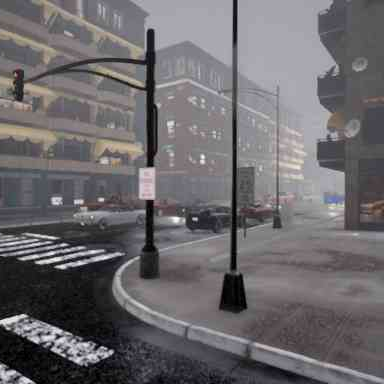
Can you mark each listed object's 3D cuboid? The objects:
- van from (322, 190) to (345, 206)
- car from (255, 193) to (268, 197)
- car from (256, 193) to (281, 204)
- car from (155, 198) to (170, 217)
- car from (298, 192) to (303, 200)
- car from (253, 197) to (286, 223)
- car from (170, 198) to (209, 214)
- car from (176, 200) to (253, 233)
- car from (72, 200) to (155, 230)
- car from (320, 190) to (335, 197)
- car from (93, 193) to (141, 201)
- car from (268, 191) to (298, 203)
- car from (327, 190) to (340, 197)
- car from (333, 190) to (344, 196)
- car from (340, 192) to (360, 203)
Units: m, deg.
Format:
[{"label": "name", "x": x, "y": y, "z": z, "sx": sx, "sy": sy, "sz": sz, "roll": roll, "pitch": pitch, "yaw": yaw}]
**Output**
[{"label": "van", "x": 17.375, "y": 0.719, "z": 40.780, "sx": 1.690, "sy": 1.788, "sz": 3.998, "roll": 2, "pitch": 2, "yaw": 35}, {"label": "car", "x": 5.736, "y": 1.009, "z": 34.309, "sx": 1.837, "sy": 1.490, "sz": 4.892, "roll": 1, "pitch": 1, "yaw": 35}, {"label": "car", "x": 10.541, "y": 0.876, "z": 45.637, "sx": 1.947, "sy": 1.339, "sz": 4.313, "roll": 2, "pitch": 2, "yaw": 35}, {"label": "car", "x": -2.278, "y": 1.177, "z": 27.412, "sx": 1.887, "sy": 1.381, "sz": 4.507, "roll": 2, "pitch": 2, "yaw": 35}, {"label": "car", "x": 16.950, "y": 0.716, "z": 54.750, "sx": 1.947, "sy": 1.339, "sz": 4.313, "roll": 2, "pitch": 2, "yaw": 35}, {"label": "car", "x": 4.554, "y": 1.281, "z": 22.560, "sx": 1.802, "sy": 1.307, "sz": 4.206, "roll": 2, "pitch": 2, "yaw": 35}, {"label": "car", "x": 0.485, "y": 1.200, "z": 26.872, "sx": 1.994, "sy": 1.385, "sz": 4.181, "roll": 1, "pitch": 1, "yaw": 34}, {"label": "car", "x": 1.349, "y": 1.346, "z": 18.003, "sx": 1.947, "sy": 1.339, "sz": 4.313, "roll": 2, "pitch": 2, "yaw": 35}, {"label": "car", "x": -4.609, "y": 1.365, "z": 19.607, "sx": 1.895, "sy": 1.301, "sz": 4.718, "roll": 1, "pitch": 1, "yaw": 35}, {"label": "car", "x": 29.770, "y": 0.375, "z": 72.976, "sx": 1.887, "sy": 1.381, "sz": 4.507, "roll": 2, "pitch": 2, "yaw": 35}, {"label": "car", "x": -5.480, "y": 1.027, "z": 22.849, "sx": 2.192, "sy": 1.841, "sz": 5.009, "roll": 2, "pitch": 2, "yaw": 35}, {"label": "car", "x": 11.440, "y": 0.714, "z": 42.371, "sx": 2.097, "sy": 1.767, "sz": 4.553, "roll": 1, "pitch": 1, "yaw": 36}, {"label": "car", "x": 32.974, "y": 0.332, "z": 77.532, "sx": 1.802, "sy": 1.307, "sz": 4.206, "roll": 2, "pitch": 2, "yaw": 35}, {"label": "car", "x": 36.178, "y": 0.252, "z": 82.089, "sx": 1.802, "sy": 1.307, "sz": 4.206, "roll": 2, "pitch": 2, "yaw": 35}, {"label": "car", "x": 23.782, "y": 0.762, "z": 49.897, "sx": 1.887, "sy": 1.381, "sz": 4.507, "roll": 2, "pitch": 2, "yaw": 35}]
